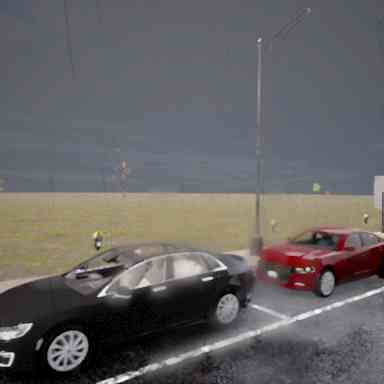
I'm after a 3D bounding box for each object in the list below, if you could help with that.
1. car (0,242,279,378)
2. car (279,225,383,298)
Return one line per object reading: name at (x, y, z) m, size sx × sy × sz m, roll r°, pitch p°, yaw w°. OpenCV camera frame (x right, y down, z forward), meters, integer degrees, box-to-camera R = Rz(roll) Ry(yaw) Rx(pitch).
car at (-0.879, 1.564, 5.461) m, size 4.403 × 1.369 × 2.008 m, roll 0°, pitch 0°, yaw -35°
car at (3.628, 1.589, 8.676) m, size 4.507 × 1.381 × 1.887 m, roll 0°, pitch 0°, yaw -35°
